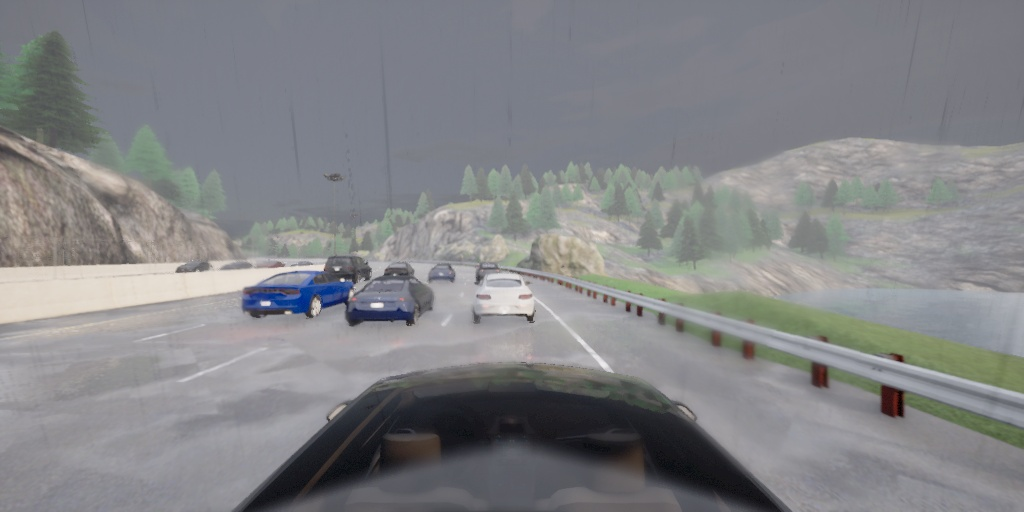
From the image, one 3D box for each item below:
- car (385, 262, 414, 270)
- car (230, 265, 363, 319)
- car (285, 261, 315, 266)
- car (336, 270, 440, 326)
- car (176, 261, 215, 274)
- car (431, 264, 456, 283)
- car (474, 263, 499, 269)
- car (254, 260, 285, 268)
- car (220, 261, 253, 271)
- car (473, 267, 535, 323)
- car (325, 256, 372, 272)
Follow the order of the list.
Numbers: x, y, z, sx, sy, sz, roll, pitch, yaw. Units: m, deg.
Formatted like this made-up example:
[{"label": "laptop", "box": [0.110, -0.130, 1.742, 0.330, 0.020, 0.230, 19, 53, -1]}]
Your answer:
[{"label": "car", "box": [-9.166, 1.254, 29.494, 1.882, 1.535, 5.008, 0, 0, -9]}, {"label": "car", "box": [-7.372, 1.246, 12.987, 1.882, 1.535, 5.008, 0, 0, -3]}, {"label": "car", "box": [-27.317, 1.367, 47.048, 2.033, 1.411, 5.357, 0, 0, -15]}, {"label": "car", "box": [-3.806, 1.325, 11.852, 1.994, 1.385, 4.181, 0, 0, -3]}, {"label": "car", "box": [-36.826, 1.342, 41.826, 1.837, 1.490, 4.892, 0, 0, -14]}, {"label": "car", "box": [-5.489, 1.333, 28.467, 1.994, 1.385, 4.181, 0, 0, -8]}, {"label": "car", "box": [-1.871, 1.252, 27.908, 2.128, 1.511, 4.902, 0, 0, -7]}, {"label": "car", "box": [-30.638, 1.303, 45.815, 1.882, 1.535, 5.008, 0, 0, -15]}, {"label": "car", "box": [-33.896, 1.380, 44.607, 2.033, 1.411, 5.357, 0, 0, -14]}, {"label": "car", "box": [-0.308, 1.279, 12.131, 1.812, 1.442, 4.674, 0, 0, -3]}, {"label": "car", "box": [-12.344, 1.004, 27.199, 2.150, 2.045, 5.566, 0, 0, -8]}]
